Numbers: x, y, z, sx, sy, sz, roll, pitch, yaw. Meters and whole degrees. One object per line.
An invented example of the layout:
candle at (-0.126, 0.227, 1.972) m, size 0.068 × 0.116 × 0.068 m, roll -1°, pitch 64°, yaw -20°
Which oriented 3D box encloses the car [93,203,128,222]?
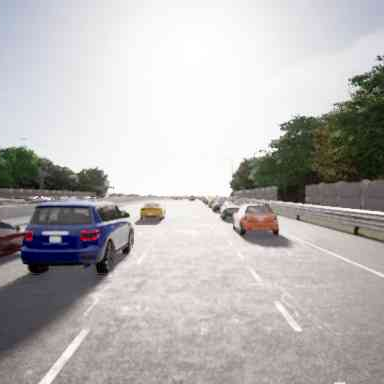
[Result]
car at (-6.891, 1.675, 28.491) m, size 1.994 × 1.385 × 4.181 m, roll 0°, pitch 0°, yaw 0°

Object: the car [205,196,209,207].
car at (3.516, 1.601, 51.586) m, size 1.882 × 1.535 × 5.008 m, roll 0°, pitch 0°, yaw 0°

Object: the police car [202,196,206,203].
police car at (3.519, 1.674, 62.604) m, size 2.038 × 1.542 × 4.974 m, roll 0°, pitch 0°, yaw 0°

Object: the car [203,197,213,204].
car at (3.522, 1.771, 73.649) m, size 2.163 × 1.488 × 4.792 m, roll 0°, pitch -1°, yaw 0°

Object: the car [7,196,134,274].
car at (-3.397, 1.280, 10.945) m, size 2.150 × 2.045 × 5.566 m, roll 0°, pitch 0°, yaw 0°

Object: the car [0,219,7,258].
car at (-6.896, 1.584, 10.961) m, size 1.812 × 1.442 × 4.674 m, roll 0°, pitch 0°, yaw 0°

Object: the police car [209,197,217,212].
police car at (3.513, 1.624, 40.569) m, size 2.038 × 1.542 × 4.974 m, roll 0°, pitch 0°, yaw 0°

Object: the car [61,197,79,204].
car at (-24.480, 1.720, 66.970) m, size 1.812 × 1.442 × 4.674 m, roll 0°, pitch 0°, yaw 0°

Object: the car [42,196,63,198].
car at (-21.037, 1.476, 52.219) m, size 2.097 × 1.767 × 4.553 m, roll 0°, pitch 0°, yaw 1°

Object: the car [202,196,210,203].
car at (3.526, 1.875, 84.821) m, size 1.801 × 1.575 × 5.366 m, roll 0°, pitch -1°, yaw 0°

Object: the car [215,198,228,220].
car at (3.509, 1.605, 29.554) m, size 2.128 × 1.511 × 4.902 m, roll 0°, pitch 0°, yaw 0°

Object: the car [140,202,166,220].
car at (-3.391, 1.590, 29.412) m, size 1.882 × 1.535 × 5.008 m, roll 0°, pitch 0°, yaw 0°

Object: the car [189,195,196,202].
car at (0.020, 2.067, 94.232) m, size 1.895 × 1.301 × 4.718 m, roll 0°, pitch -1°, yaw 0°

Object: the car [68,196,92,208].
car at (-17.548, 1.475, 52.267) m, size 2.097 × 1.767 × 4.553 m, roll 0°, pitch 0°, yaw 0°

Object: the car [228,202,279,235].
car at (3.606, 1.443, 19.577) m, size 2.097 × 1.767 × 4.553 m, roll 0°, pitch 0°, yaw 0°
